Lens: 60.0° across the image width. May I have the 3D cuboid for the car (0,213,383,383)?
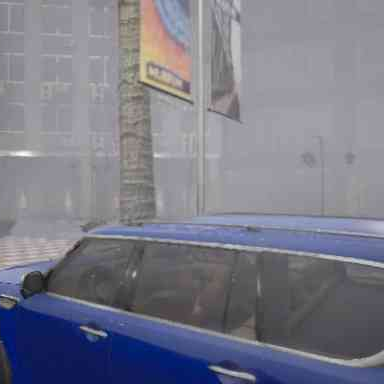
[{"bbox_3d":[-0.058,1.233,3.253,5.566,2.045,2.150,0,0,34],"label":"car"}]
